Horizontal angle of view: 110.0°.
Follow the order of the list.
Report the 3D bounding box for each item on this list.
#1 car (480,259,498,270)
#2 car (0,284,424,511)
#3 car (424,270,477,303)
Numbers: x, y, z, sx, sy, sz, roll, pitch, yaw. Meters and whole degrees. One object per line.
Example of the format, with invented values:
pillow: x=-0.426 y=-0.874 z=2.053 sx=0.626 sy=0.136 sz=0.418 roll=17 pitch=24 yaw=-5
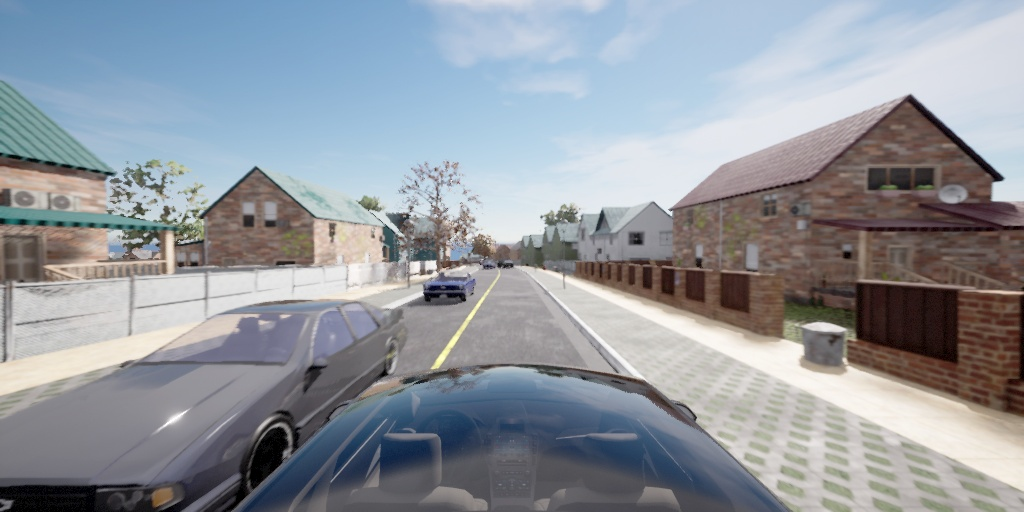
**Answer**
car: x=-3.870 y=1.368 z=60.775 sx=2.097 sy=1.767 sz=4.553 roll=0 pitch=-1 yaw=-4
car: x=-2.851 y=1.297 z=4.575 sx=2.033 sy=1.411 sz=5.357 roll=0 pitch=0 yaw=0
car: x=-2.830 y=1.367 z=17.043 sx=1.895 sy=1.301 sz=4.718 roll=0 pitch=0 yaw=0
